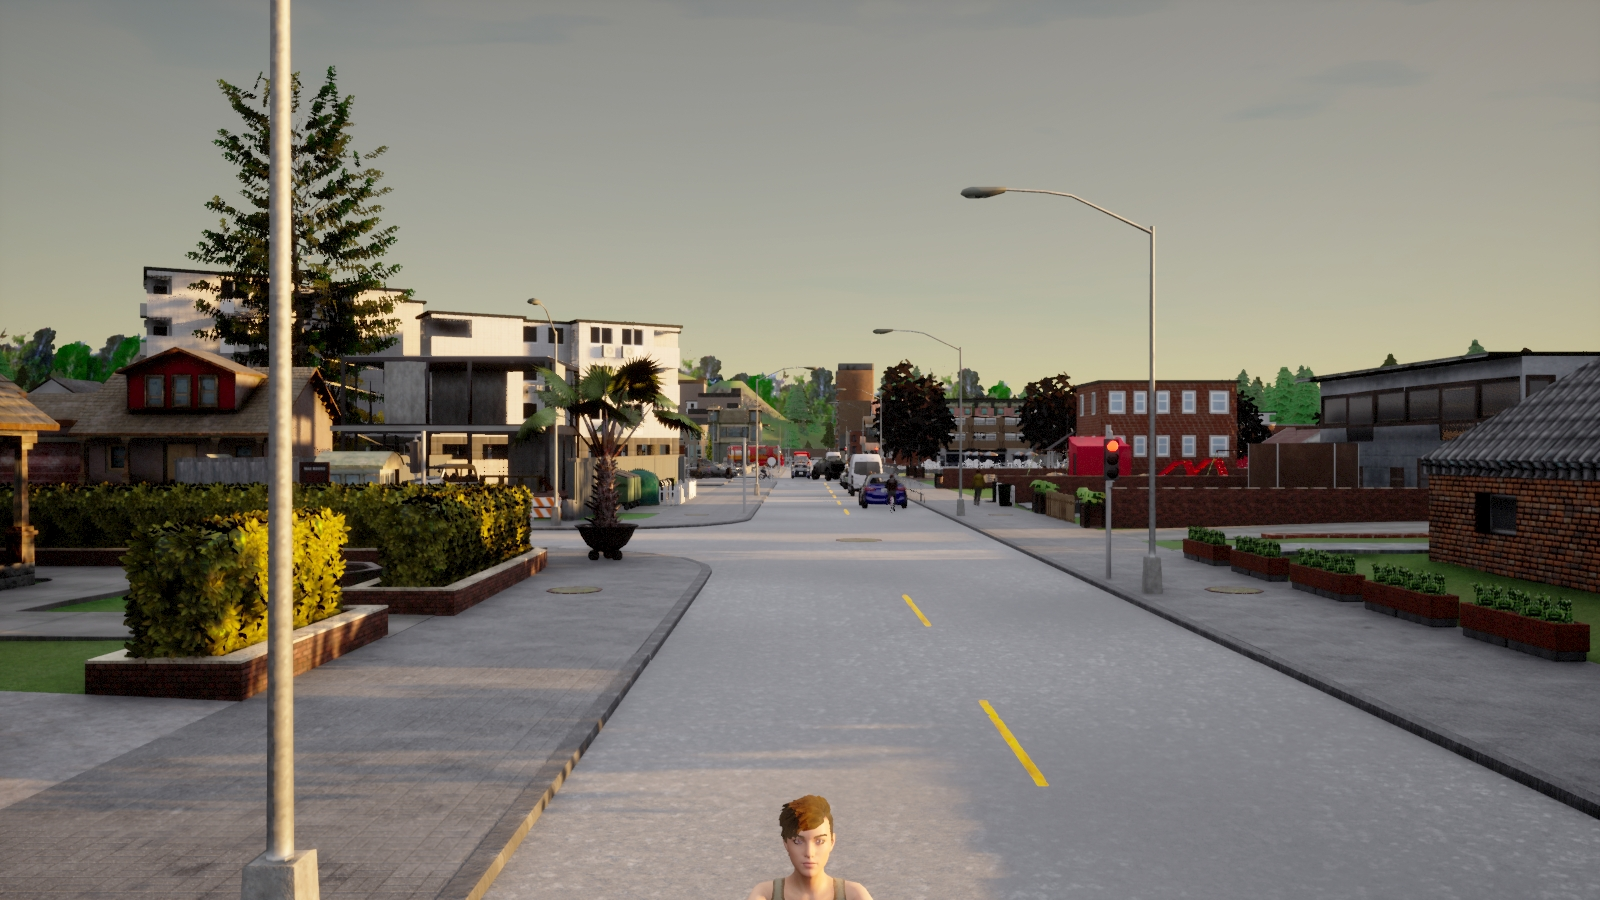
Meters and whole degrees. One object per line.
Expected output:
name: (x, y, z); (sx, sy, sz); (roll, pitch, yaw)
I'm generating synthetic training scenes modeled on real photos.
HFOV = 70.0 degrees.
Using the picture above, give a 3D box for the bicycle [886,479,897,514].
bicycle: (4.077, 2.059, 50.939); (0.329, 1.471, 1.835); (0, 1, 0)

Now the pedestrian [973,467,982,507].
pedestrian: (8.400, 1.744, 54.162); (0.375, 1.860, 0.375); (0, 0, 0)

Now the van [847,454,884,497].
van: (4.045, 1.534, 71.355); (1.988, 2.561, 5.915); (0, 0, 0)

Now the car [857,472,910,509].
car: (4.046, 1.967, 56.171); (2.242, 1.667, 4.611); (0, 0, 0)

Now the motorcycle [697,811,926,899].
motorcycle: (0.039, 2.155, 3.558); (0.764, 1.307, 2.356); (0, 0, 0)
